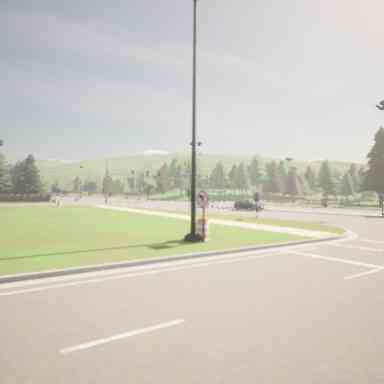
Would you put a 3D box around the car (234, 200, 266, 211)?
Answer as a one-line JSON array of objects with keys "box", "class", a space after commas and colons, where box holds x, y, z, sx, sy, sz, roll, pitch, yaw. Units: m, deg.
[{"box": [7.858, 1.813, 45.457, 2.128, 1.511, 4.902, 1, 0, -35], "class": "car"}]
